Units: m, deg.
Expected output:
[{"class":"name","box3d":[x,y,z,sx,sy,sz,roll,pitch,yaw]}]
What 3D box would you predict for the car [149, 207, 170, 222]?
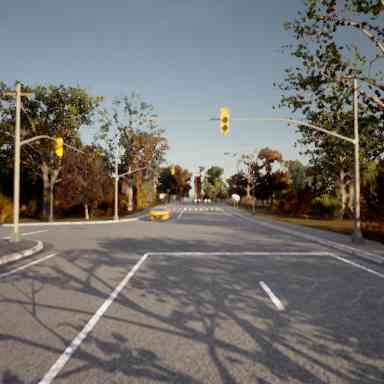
[{"class":"car","box3d":[-3.431,2.312,35.868,1.882,1.535,5.008,0,-1,0]}]
